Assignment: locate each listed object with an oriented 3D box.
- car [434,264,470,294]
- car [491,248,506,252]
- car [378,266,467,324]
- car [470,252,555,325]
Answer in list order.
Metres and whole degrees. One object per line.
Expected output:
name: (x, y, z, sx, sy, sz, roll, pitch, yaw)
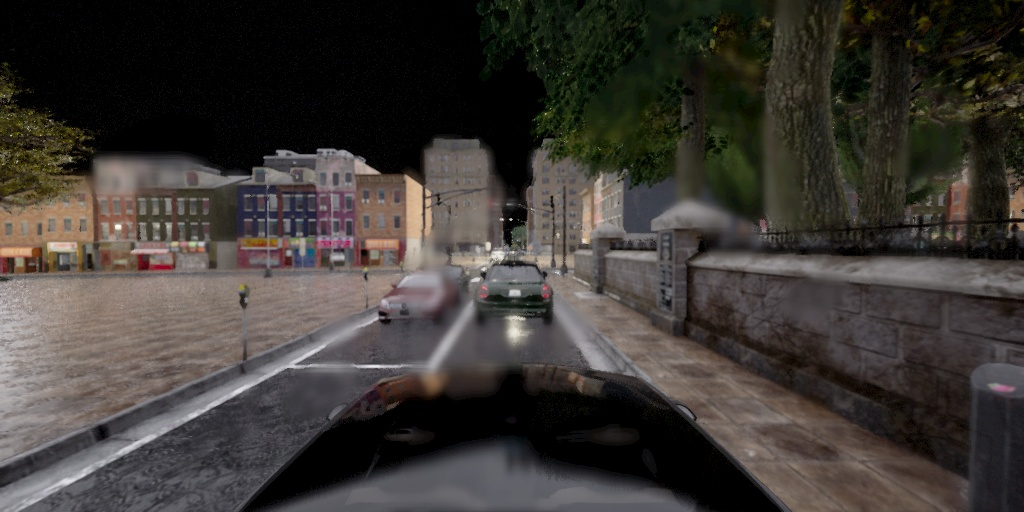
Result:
car: (-2.654, 1.024, 14.659, 1.948, 1.339, 4.313, 0, 0, 0)
car: (-2.325, -0.361, 60.305, 2.150, 2.045, 5.566, 0, 2, 0)
car: (-2.649, 1.122, 10.998, 1.802, 1.307, 4.207, 0, 0, 0)
car: (0.062, 0.890, 11.096, 2.097, 1.767, 4.553, 0, 1, 0)
